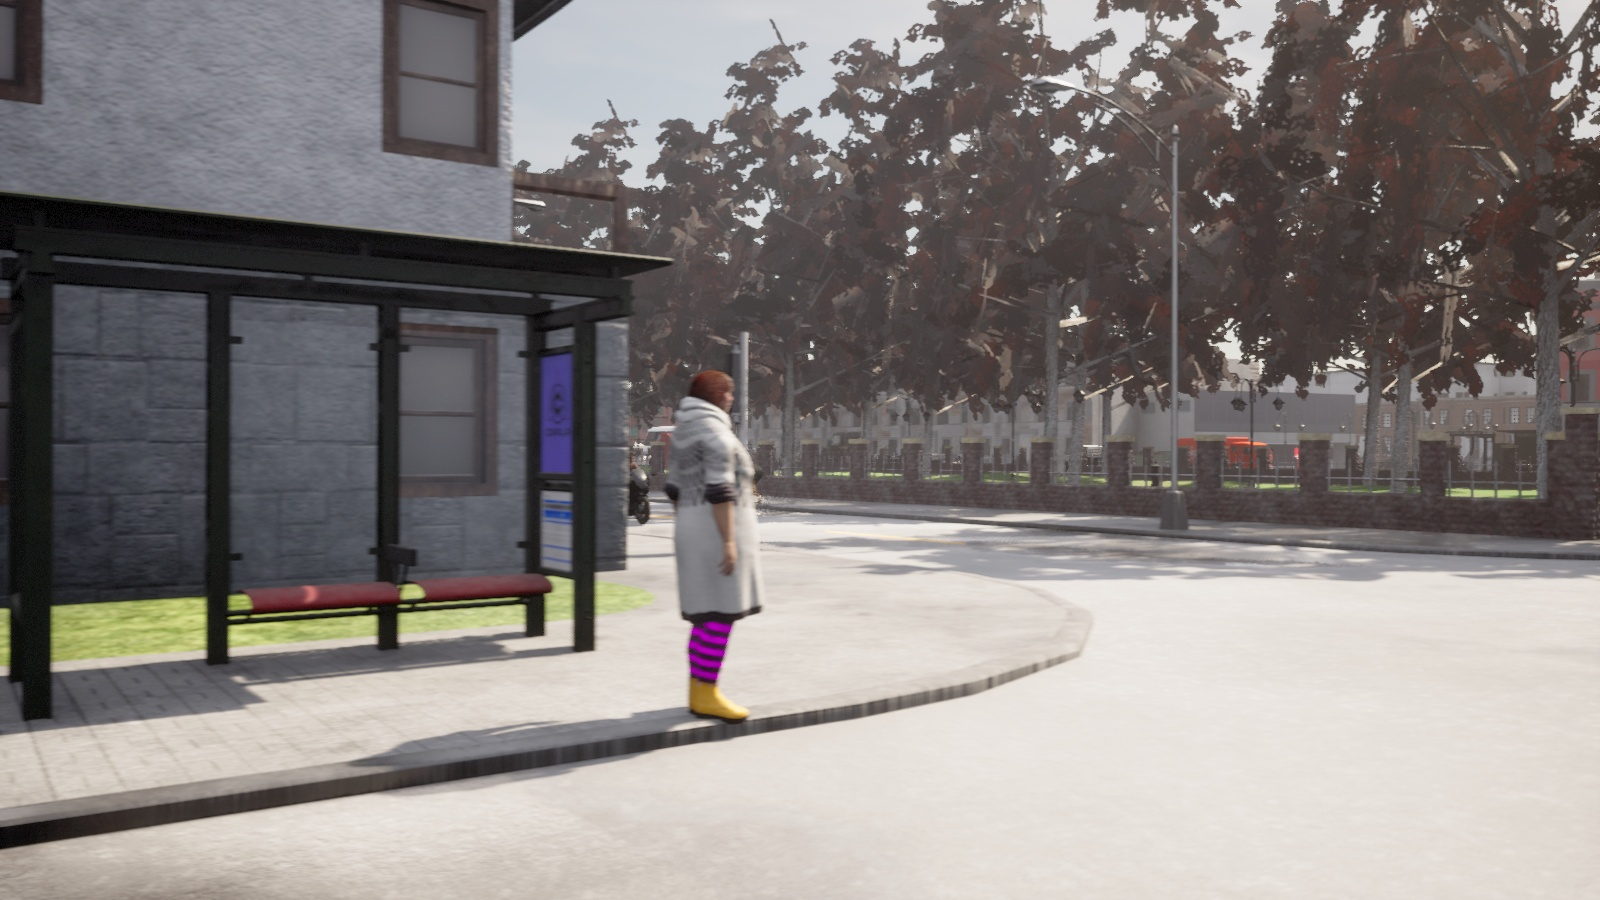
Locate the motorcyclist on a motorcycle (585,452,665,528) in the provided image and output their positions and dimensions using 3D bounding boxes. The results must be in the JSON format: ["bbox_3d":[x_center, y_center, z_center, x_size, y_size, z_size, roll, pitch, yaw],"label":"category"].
[{"bbox_3d":[-3.680,0.802,26.269,0.797,1.523,2.044,0,0,-35],"label":"motorcyclist on a motorcycle"}]

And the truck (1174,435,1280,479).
[{"bbox_3d":[24.449,0.396,72.117,2.627,2.467,5.204,0,0,-35],"label":"truck"}]

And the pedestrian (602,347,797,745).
[{"bbox_3d":[-0.544,0.473,6.626,0.873,1.952,0.659,0,0,-20],"label":"pedestrian"}]

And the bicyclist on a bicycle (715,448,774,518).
[{"bbox_3d":[-1.328,0.777,29.926,0.582,1.620,1.656,0,-1,-35],"label":"bicyclist on a bicycle"}]

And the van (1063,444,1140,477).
[{"bbox_3d":[19.107,0.636,79.782,2.069,2.038,4.480,0,0,-35],"label":"van"}]
